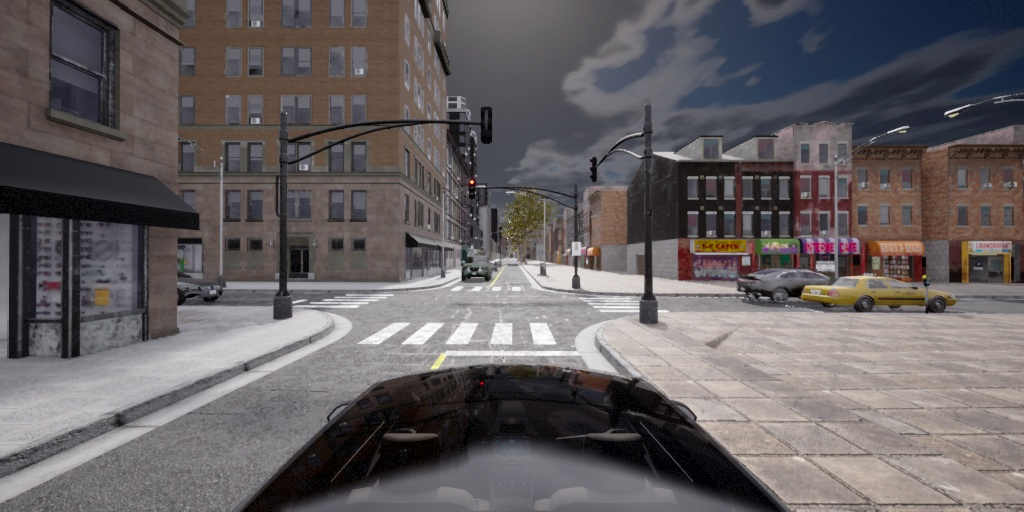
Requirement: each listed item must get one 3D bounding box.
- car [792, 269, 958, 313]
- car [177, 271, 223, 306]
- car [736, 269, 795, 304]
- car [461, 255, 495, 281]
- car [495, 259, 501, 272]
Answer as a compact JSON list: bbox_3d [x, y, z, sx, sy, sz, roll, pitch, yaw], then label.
[{"bbox_3d":[13.881,1.346,13.655,4.829,1.417,1.751,0,0,0],"label":"car"},{"bbox_3d":[-14.412,1.195,14.481,4.674,1.442,1.812,0,0,0],"label":"car"},{"bbox_3d":[12.831,1.322,16.178,4.902,1.511,2.128,0,0,0],"label":"car"},{"bbox_3d":[-2.856,0.953,29.822,2.150,2.045,5.566,0,1,0],"label":"car"},{"bbox_3d":[-2.857,1.293,45.505,1.994,1.385,4.181,0,0,0],"label":"car"}]
